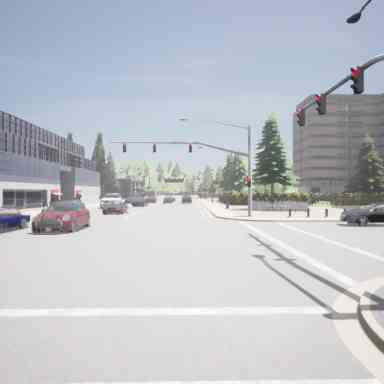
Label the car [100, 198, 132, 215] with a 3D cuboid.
[{"bbox_3d":[-7.746,1.562,33.878,1.994,1.385,4.181,0,0,-1],"label":"car"}]

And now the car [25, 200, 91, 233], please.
[{"bbox_3d":[-7.444,1.350,19.343,2.097,1.767,4.553,0,0,-1],"label":"car"}]

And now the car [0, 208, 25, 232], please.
[{"bbox_3d":[-10.928,1.600,18.555,1.895,1.301,4.718,0,0,-1],"label":"car"}]

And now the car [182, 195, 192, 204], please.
[{"bbox_3d":[-0.985,1.501,64.990,1.837,1.490,4.892,0,0,-1],"label":"car"}]

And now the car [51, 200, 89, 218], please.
[{"bbox_3d":[-11.191,1.503,30.902,1.837,1.490,4.892,0,0,-1],"label":"car"}]

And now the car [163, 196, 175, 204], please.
[{"bbox_3d":[-4.582,1.543,64.666,2.033,1.411,5.357,0,0,-1],"label":"car"}]

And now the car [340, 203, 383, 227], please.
[{"bbox_3d":[12.499,1.490,22.272,4.902,1.511,2.128,0,0,-1],"label":"car"}]

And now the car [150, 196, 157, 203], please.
[{"bbox_3d":[-8.121,1.477,67.212,1.882,1.535,5.008,0,0,-1],"label":"car"}]

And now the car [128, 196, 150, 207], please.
[{"bbox_3d":[-7.980,1.474,50.590,1.882,1.535,5.008,0,0,-1],"label":"car"}]

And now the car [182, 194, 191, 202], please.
[{"bbox_3d":[-1.223,1.350,75.056,2.097,1.767,4.553,0,0,-1],"label":"car"}]

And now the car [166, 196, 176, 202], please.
[{"bbox_3d":[-4.728,1.505,75.301,1.895,1.301,4.718,0,0,-1],"label":"car"}]

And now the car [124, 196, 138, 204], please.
[{"bbox_3d":[-11.617,1.561,63.893,1.994,1.385,4.181,0,0,0],"label":"car"}]

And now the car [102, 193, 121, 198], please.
[{"bbox_3d":[-11.436,1.214,47.361,2.150,2.045,5.566,0,1,-1],"label":"car"}]
